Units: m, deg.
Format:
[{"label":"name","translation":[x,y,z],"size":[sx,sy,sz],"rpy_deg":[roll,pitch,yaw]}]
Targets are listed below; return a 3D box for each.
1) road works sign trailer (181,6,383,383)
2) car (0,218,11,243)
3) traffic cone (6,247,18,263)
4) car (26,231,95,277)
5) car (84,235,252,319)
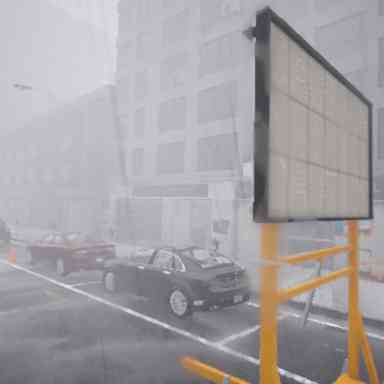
[{"label":"road works sign trailer","translation":[1.000,0.651,2.987],"size":[2.880,3.560,2.380],"rpy_deg":[-1,-4,42]},{"label":"car","translation":[-12.409,2.190,19.861],"size":[4.097,1.590,1.967],"rpy_deg":[-2,-3,44]},{"label":"traffic cone","translation":[-7.128,2.484,13.218],"size":[0.340,0.580,0.340],"rpy_deg":[-2,-4,44]},{"label":"car","translation":[-4.545,2.075,12.154],"size":[4.507,1.381,1.887],"rpy_deg":[-2,-3,44]},{"label":"car","translation":[-0.613,1.972,8.303],"size":[4.403,1.369,2.008],"rpy_deg":[-2,-3,44]}]
